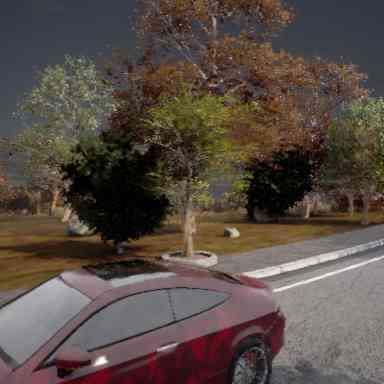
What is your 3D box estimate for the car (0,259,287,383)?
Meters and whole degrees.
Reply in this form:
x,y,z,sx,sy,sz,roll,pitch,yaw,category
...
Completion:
x,y,z,sx,sy,sz,roll,pitch,yaw,category
-0.945,1.535,3.456,4.674,1.442,1.812,0,0,-36,car
